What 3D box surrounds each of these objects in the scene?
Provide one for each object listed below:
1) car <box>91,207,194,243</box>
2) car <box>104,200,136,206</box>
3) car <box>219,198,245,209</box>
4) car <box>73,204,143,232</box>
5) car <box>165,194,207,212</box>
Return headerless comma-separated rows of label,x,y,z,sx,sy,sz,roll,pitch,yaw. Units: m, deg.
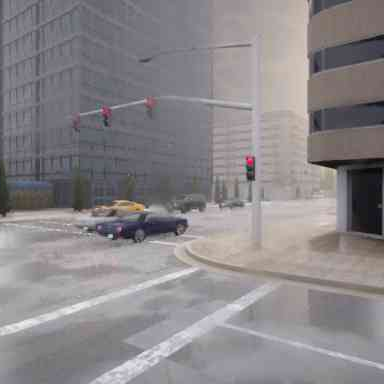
car,-2.202,1.604,16.116,1.895,1.301,4.718,0,0,36
car,-6.367,1.484,28.599,1.882,1.535,5.008,0,0,36
car,5.407,1.498,44.805,2.128,1.511,4.902,0,0,36
car,-4.278,1.605,19.214,1.895,1.301,4.718,0,0,36
car,-0.548,1.228,36.609,2.150,2.045,5.566,0,0,36
